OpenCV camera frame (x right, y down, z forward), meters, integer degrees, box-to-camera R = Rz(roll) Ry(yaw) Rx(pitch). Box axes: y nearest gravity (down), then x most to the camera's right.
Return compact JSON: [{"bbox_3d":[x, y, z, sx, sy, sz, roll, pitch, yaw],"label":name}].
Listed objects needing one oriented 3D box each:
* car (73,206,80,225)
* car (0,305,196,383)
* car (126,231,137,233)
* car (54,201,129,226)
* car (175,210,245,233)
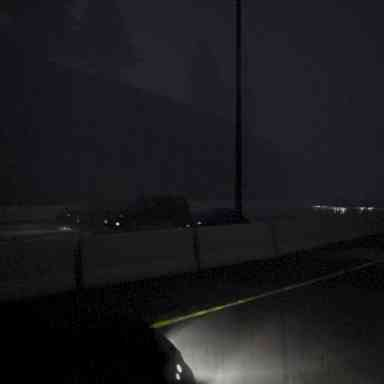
[{"bbox_3d":[-5.171,1.524,22.225,4.902,1.511,2.128,0,0,-39],"label":"car"},{"bbox_3d":[-1.987,1.569,2.430,4.181,1.385,1.994,0,0,-35],"label":"car"},{"bbox_3d":[-2.535,1.249,19.833,5.566,2.045,2.150,0,0,-39],"label":"car"},{"bbox_3d":[-7.439,1.516,24.882,5.008,1.535,1.882,0,0,-39],"label":"car"},{"bbox_3d":[1.295,1.586,18.487,4.181,1.385,1.994,0,0,-40],"label":"car"}]
